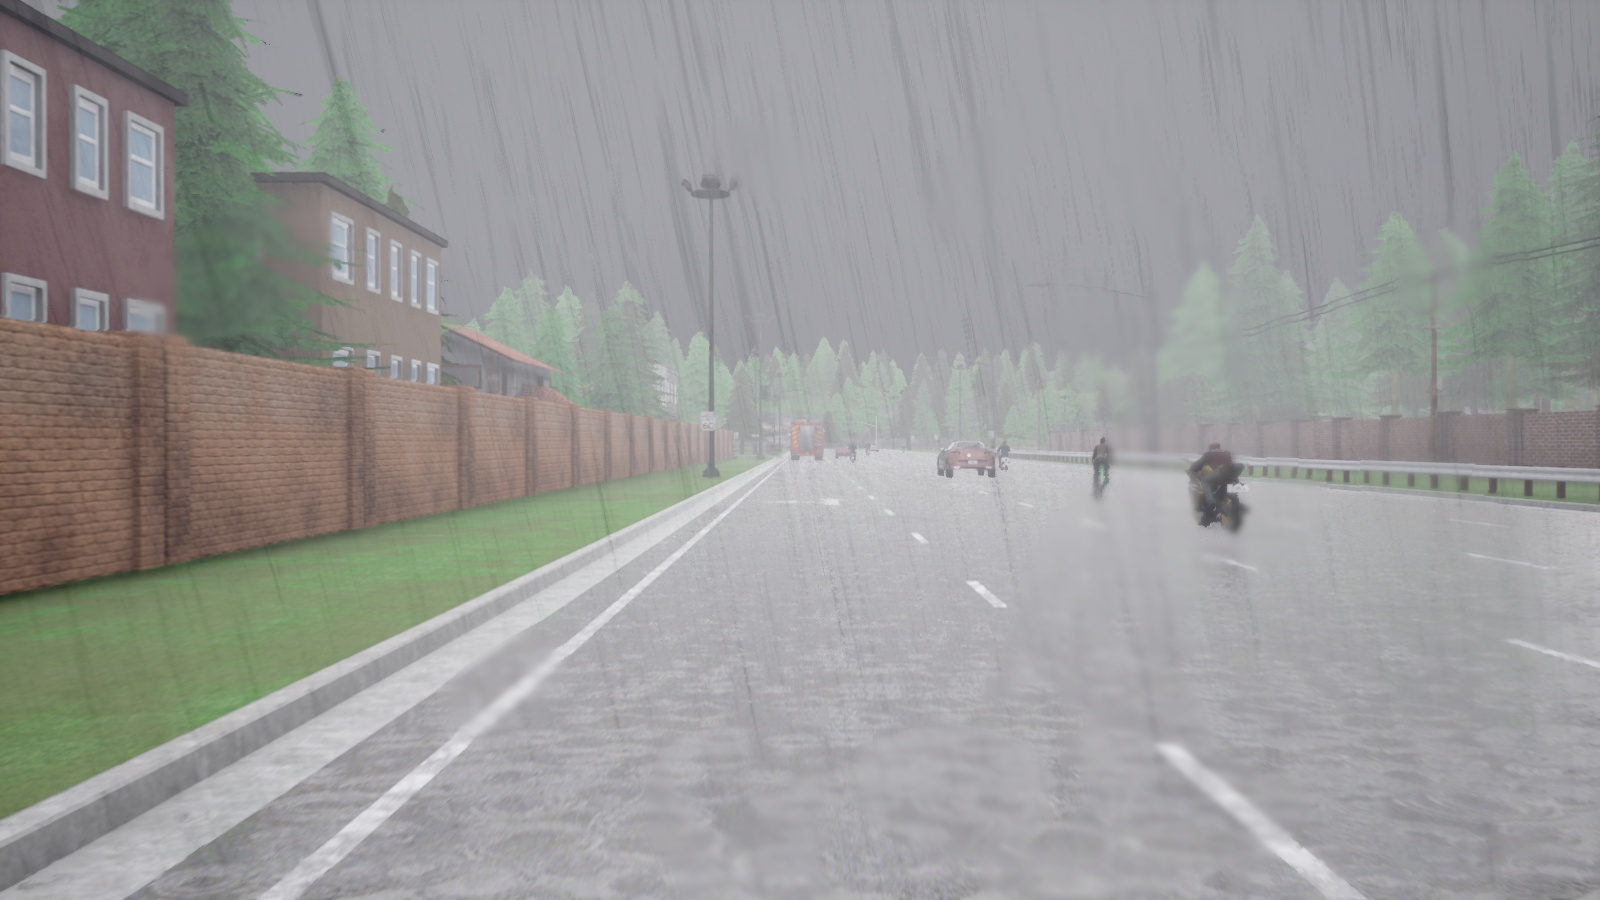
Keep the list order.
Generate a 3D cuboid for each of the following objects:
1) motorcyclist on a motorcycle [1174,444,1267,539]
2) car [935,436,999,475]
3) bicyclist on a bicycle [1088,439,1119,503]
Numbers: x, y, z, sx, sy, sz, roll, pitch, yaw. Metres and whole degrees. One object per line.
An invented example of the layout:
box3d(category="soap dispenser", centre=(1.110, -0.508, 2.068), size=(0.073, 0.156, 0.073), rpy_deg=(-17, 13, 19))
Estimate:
box3d(category="motorcyclist on a motorcycle", centre=(7.135, 0.667, 21.448), size=(0.866, 1.530, 2.191), rpy_deg=(0, 0, 0))
box3d(category="car", centre=(7.326, 0.220, 55.577), size=(2.152, 1.651, 5.027), rpy_deg=(0, 0, 0))
box3d(category="bicyclist on a bicycle", centre=(7.871, 0.523, 32.524), size=(0.582, 1.620, 1.656), rpy_deg=(0, 0, 20))
